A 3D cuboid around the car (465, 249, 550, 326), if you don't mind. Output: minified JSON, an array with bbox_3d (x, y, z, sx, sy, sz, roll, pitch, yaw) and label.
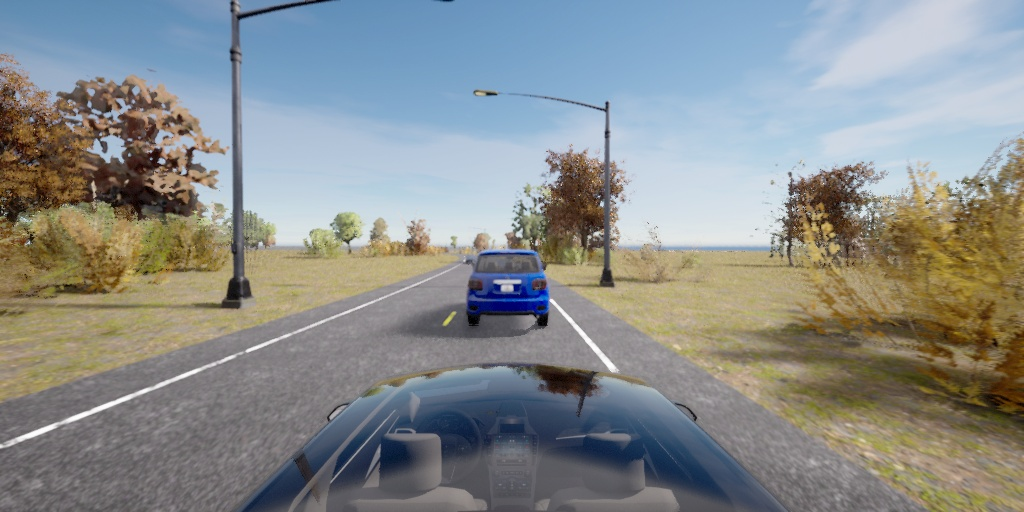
[{"bbox_3d":[-0.078,0.803,11.148,2.150,2.045,5.566,0,1,1],"label":"car"}]

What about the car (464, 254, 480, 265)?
[{"bbox_3d":[-5.679,0.432,51.405,2.033,1.411,5.357,0,1,-4],"label":"car"}]
